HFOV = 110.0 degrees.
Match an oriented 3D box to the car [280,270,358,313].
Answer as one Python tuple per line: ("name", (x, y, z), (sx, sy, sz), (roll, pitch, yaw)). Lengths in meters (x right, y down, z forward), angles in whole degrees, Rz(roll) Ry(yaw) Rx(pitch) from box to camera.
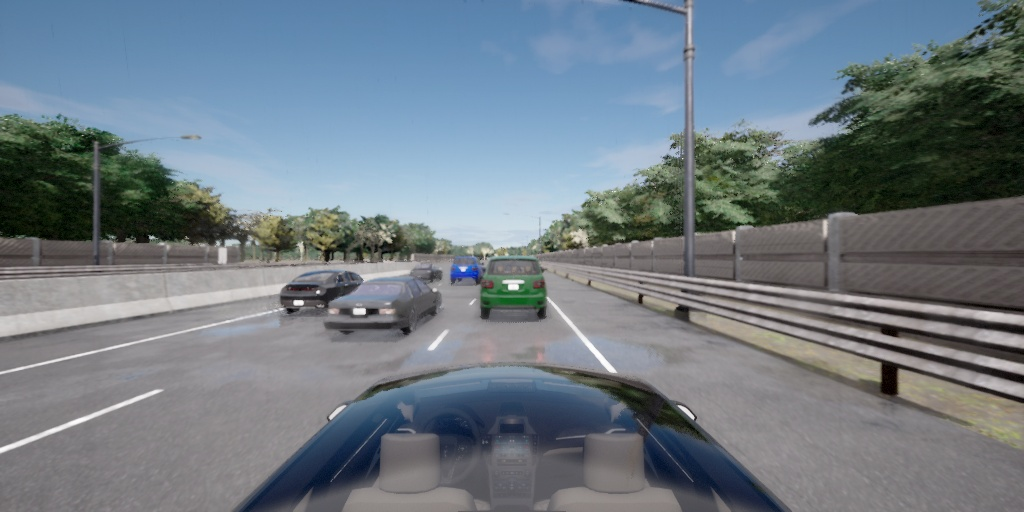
("car", (-6.935, 1.292, 14.108), (1.837, 1.490, 4.892), (0, 0, 0))

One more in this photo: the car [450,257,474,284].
("car", (-3.444, 1.085, 28.237), (2.150, 2.045, 5.566), (0, 0, 0))

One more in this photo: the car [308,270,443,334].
("car", (-3.458, 1.321, 10.689), (2.033, 1.411, 5.357), (0, 0, 0))

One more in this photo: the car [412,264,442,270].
("car", (-6.938, 1.360, 29.461), (2.128, 1.511, 4.902), (0, 0, 0))

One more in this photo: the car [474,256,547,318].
("car", (0.059, 1.007, 13.299), (2.150, 2.045, 5.566), (0, 0, 0))
